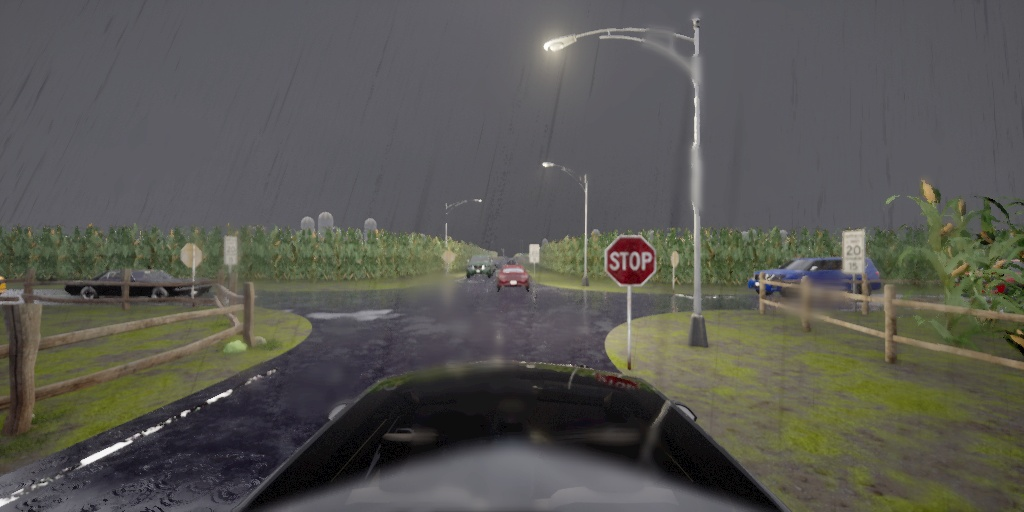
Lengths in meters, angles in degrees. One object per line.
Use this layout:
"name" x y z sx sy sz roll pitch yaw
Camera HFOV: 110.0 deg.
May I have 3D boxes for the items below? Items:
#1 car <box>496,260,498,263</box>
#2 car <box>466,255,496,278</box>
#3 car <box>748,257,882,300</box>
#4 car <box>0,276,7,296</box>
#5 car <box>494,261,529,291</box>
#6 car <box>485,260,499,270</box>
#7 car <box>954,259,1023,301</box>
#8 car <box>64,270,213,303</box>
"car" -2.917 1.254 43.473 2.033 1.411 5.357 0 0 0
"car" -2.903 0.941 33.270 2.150 2.045 5.566 0 0 0
"car" 15.098 1.082 18.012 5.566 2.045 2.150 0 -1 0
"car" -24.993 1.068 15.388 5.008 1.535 1.882 0 -1 1
"car" 0.068 1.261 21.697 1.812 1.442 4.674 0 0 0
"car" -2.924 1.292 53.635 1.895 1.301 4.718 0 0 0
"car" 25.464 1.153 17.936 5.566 2.045 2.150 0 -1 0
"car" -15.712 1.242 15.314 4.718 1.301 1.895 0 -1 0
